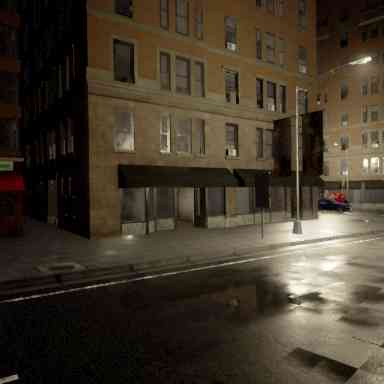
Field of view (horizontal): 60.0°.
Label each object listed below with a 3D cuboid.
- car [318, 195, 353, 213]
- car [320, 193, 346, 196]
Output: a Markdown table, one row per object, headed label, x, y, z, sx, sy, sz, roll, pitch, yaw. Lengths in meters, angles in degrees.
| label | x | y | z | sx | sy | sz | roll | pitch | yaw |
| --- | --- | --- | --- | --- | --- | --- | --- | --- | --- |
| car | 14.390 | 1.398 | 35.037 | 1.812 | 1.442 | 4.674 | -1 | 1 | -43 |
| car | 16.639 | 1.085 | 40.999 | 2.192 | 1.841 | 5.009 | 0 | 1 | -44 |
